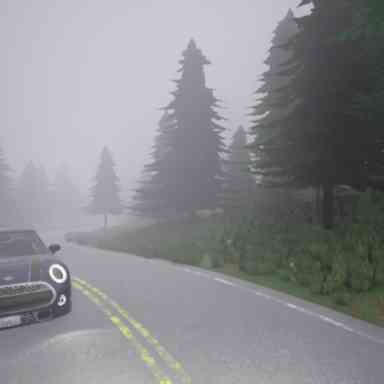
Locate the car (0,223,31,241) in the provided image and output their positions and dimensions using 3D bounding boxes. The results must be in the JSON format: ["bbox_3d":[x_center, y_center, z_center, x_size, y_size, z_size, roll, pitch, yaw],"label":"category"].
[{"bbox_3d":[-16.399,3.637,30.688,1.994,1.385,4.181,0,-4,-16],"label":"car"}]

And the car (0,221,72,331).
[{"bbox_3d":[-4.061,1.555,7.155,2.097,1.767,4.553,0,-3,-32],"label":"car"}]
